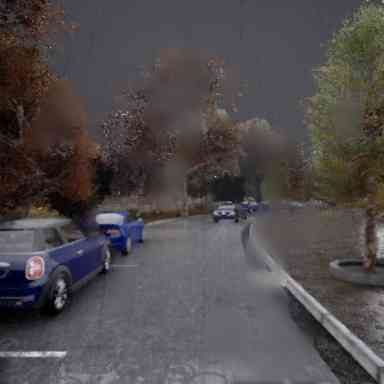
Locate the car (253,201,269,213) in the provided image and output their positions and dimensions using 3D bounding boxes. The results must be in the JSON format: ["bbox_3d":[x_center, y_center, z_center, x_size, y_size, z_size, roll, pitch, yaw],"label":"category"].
[{"bbox_3d":[6.839,1.806,39.815,2.097,1.535,5.008,-3,-4,36],"label":"car"}]

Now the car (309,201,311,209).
[{"bbox_3d":[14.477,2.043,48.059,5.008,1.535,2.097,1,-4,-40],"label":"car"}]

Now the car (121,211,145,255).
[{"bbox_3d":[-3.165,1.510,13.519,2.097,1.535,5.008,0,0,2],"label":"car"}]

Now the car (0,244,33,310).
[{"bbox_3d":[-3.404,1.498,2.108,2.231,1.521,4.892,0,0,2],"label":"car"}]

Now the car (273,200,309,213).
[{"bbox_3d":[12.133,1.742,40.559,1.812,1.442,4.674,-4,-4,41],"label":"car"}]

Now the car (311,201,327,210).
[{"bbox_3d":[19.128,2.115,51.423,4.892,1.521,2.231,1,-4,-32],"label":"car"}]

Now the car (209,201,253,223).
[{"bbox_3d":[3.056,1.557,25.583,2.033,1.411,5.357,-2,-1,19],"label":"car"}]

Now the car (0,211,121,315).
[{"bbox_3d":[-3.404,1.377,7.817,2.185,1.767,4.553,-1,0,2],"label":"car"}]

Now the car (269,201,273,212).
[{"bbox_3d":[10.367,1.924,44.264,2.231,1.521,4.892,-4,-4,42],"label":"car"}]

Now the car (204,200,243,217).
[{"bbox_3d":[3.402,1.716,35.069,2.231,1.521,4.892,-2,-1,29],"label":"car"}]
